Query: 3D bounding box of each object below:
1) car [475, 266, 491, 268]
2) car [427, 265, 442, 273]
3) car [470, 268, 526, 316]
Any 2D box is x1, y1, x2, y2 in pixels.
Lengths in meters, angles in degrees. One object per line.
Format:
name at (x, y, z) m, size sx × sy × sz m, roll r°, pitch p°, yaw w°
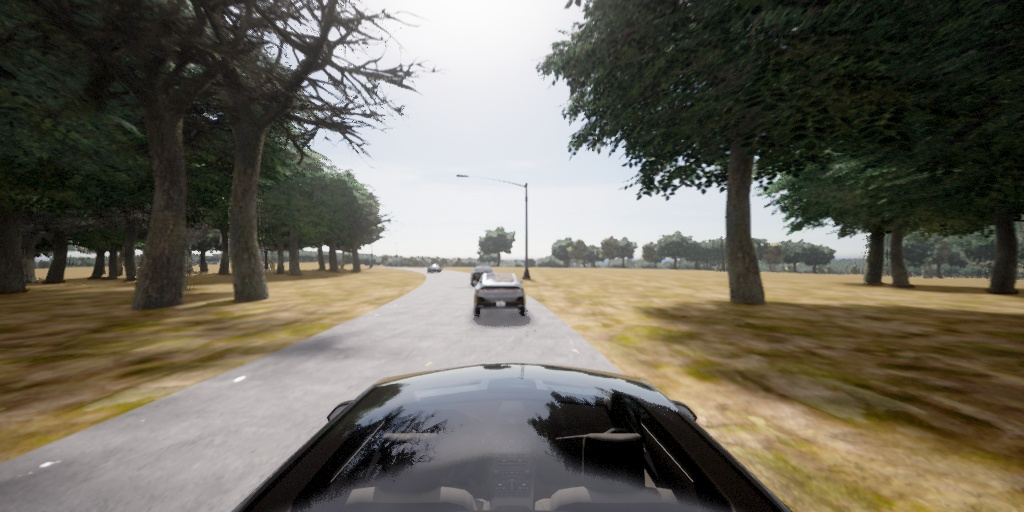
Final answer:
car at (-2.515, 1.598, 30.529) m, size 1.882 × 1.535 × 5.008 m, roll 0°, pitch 0°, yaw -9°
car at (-12.402, 2.056, 57.362) m, size 1.994 × 1.385 × 4.181 m, roll 0°, pitch -1°, yaw -18°
car at (-0.532, 1.402, 14.251) m, size 2.128 × 1.511 × 4.902 m, roll 0°, pitch -1°, yaw -4°
